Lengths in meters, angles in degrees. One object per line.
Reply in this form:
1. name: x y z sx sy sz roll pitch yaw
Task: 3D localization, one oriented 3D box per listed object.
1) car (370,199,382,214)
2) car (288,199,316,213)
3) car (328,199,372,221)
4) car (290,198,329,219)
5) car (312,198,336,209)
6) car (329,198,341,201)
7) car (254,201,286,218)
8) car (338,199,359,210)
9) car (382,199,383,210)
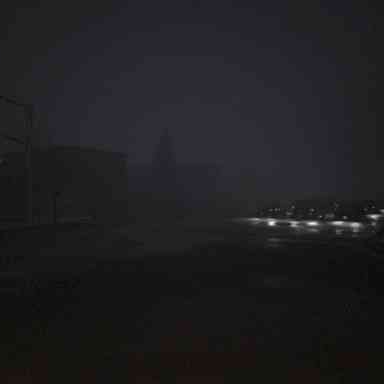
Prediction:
1. car: 19.087 1.550 36.125 1.837 1.490 4.892 -1 0 35
2. car: 13.308 1.614 40.073 1.837 1.490 4.892 -1 0 35
3. car: 13.361 1.592 27.925 2.033 1.411 5.357 -1 0 35
4. car: 10.426 1.429 29.836 2.097 1.767 4.553 -1 0 35
5. car: 19.389 1.656 48.733 2.033 1.411 5.357 -1 0 35
6. car: 15.895 1.429 37.669 2.097 1.767 4.553 -1 0 35
7. car: 7.577 1.634 31.833 1.812 1.442 4.674 -1 0 34
8. car: 21.603 1.677 45.813 1.895 1.301 4.718 -1 0 35
9. car: 25.166 1.592 44.818 2.033 1.411 5.357 -1 0 35
